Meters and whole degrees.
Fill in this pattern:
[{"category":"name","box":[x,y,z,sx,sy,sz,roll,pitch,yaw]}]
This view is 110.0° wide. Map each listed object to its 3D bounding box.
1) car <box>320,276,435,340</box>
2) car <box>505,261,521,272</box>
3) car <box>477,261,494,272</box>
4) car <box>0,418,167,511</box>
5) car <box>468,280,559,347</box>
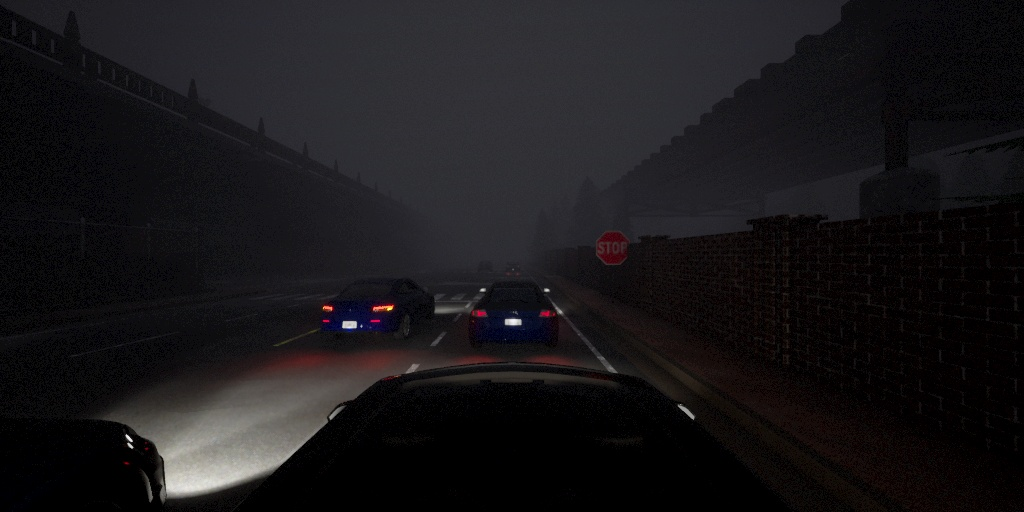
[{"category":"car","box":[-3.413,1.276,9.825,1.812,1.442,4.674,0,0,0]},{"category":"car","box":[0.099,1.351,46.119,1.895,1.301,4.718,0,0,-1]},{"category":"car","box":[-3.395,1.297,45.950,2.033,1.411,5.357,0,0,-1]},{"category":"car","box":[-3.399,1.314,0.730,1.994,1.385,4.181,0,0,0]},{"category":"car","box":[0.069,1.314,9.303,1.994,1.385,4.181,0,0,1]}]
